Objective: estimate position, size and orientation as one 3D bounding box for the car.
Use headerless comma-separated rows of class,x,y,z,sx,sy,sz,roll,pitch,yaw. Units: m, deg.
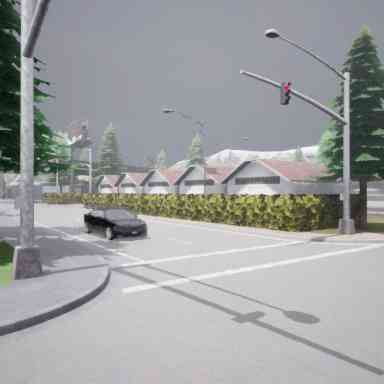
car,-4.079,1.541,17.206,1.882,1.535,5.008,0,1,-36
